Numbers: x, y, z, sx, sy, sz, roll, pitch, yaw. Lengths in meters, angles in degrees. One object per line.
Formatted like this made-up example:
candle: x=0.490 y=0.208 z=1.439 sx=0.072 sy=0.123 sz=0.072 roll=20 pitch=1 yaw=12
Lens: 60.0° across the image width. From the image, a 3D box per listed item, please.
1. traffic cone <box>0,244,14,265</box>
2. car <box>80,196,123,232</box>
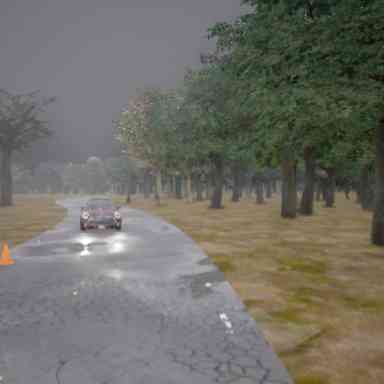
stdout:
traffic cone: x=-5.550 y=1.842 z=9.942 sx=0.340 sy=0.580 sz=0.340 roll=0 pitch=1 yaw=-7
car: x=-5.157 y=1.154 z=18.849 sx=2.097 sy=1.767 sz=4.553 roll=0 pitch=1 yaw=-17
